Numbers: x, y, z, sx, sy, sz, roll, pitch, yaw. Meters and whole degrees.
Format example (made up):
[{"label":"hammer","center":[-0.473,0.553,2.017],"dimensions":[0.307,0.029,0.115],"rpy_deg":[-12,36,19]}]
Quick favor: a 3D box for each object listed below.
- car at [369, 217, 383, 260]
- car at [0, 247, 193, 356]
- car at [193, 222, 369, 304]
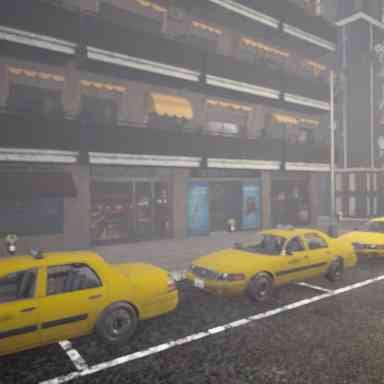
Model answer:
[{"label":"car","center":[6.714,1.473,11.357],"dimensions":[4.829,1.417,1.752],"rpy_deg":[0,-1,-35]},{"label":"car","center":[-2.510,1.523,4.782],"dimensions":[4.829,1.417,1.752],"rpy_deg":[0,-1,-35]},{"label":"car","center":[2.102,1.498,8.070],"dimensions":[4.829,1.417,1.752],"rpy_deg":[0,-1,-35]}]
